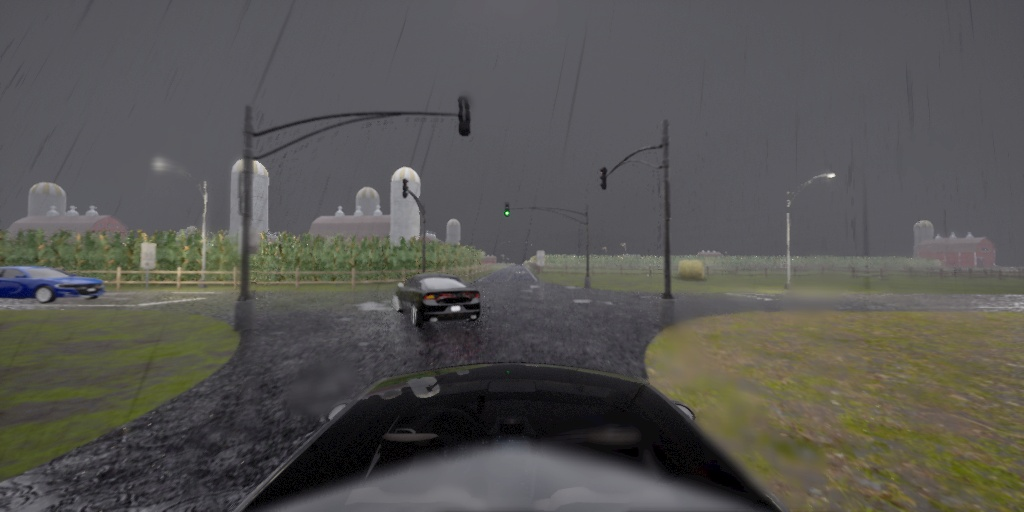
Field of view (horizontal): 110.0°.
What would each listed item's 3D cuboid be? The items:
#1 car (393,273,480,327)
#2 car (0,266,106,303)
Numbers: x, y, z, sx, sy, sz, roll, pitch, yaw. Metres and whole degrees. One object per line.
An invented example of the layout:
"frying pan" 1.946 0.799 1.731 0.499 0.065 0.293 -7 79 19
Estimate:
"car" -2.709 1.329 12.226 1.882 1.535 5.008 1 -1 -27
"car" -20.889 1.194 15.621 5.008 1.535 1.882 0 -2 -2
